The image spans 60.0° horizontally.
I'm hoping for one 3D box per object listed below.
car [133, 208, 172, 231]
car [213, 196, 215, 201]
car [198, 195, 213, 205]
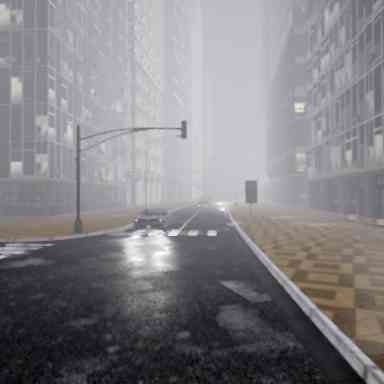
[{"bbox_3d":[-2.441,1.718,21.480,1.895,1.301,4.718,0,0,3],"label":"car"},{"bbox_3d":[4.447,1.598,79.041,1.837,1.490,4.892,0,0,9],"label":"car"},{"bbox_3d":[2.278,1.764,64.612,2.033,1.411,5.357,0,0,8],"label":"car"}]
